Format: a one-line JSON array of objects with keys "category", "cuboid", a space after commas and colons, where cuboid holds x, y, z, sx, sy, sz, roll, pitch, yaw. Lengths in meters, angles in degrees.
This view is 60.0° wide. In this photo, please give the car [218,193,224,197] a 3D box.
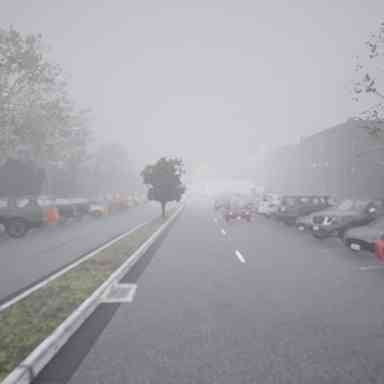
[{"category": "car", "cuboid": [8.178, 1.476, 63.498, 5.008, 1.535, 2.097, 1, 0, -22]}]

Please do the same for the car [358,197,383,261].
[{"category": "car", "cuboid": [7.877, 1.255, 9.265, 5.566, 2.045, 2.435, 1, 0, -19]}]

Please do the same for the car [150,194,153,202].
[{"category": "car", "cuboid": [-9.931, 1.481, 58.105, 4.792, 1.488, 2.163, -1, 0, -21]}]

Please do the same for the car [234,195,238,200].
[{"category": "car", "cuboid": [8.519, 1.492, 42.431, 5.366, 1.575, 1.946, 1, 0, -20]}]

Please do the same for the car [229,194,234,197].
[{"category": "car", "cuboid": [8.360, 1.489, 48.395, 4.892, 1.521, 2.231, 1, 0, -20]}]

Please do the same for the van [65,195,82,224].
[{"category": "van", "cuboid": [-9.996, 1.232, 22.487, 4.442, 1.987, 1.878, -1, 0, -19]}]

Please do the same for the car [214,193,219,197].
[{"category": "car", "cuboid": [8.057, 1.221, 66.504, 5.566, 2.045, 2.435, 1, 0, -22]}]

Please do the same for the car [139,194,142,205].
[{"category": "car", "cuboid": [-9.821, 1.328, 46.244, 4.553, 1.767, 2.185, -1, 0, -20]}]

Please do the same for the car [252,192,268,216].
[{"category": "car", "cuboid": [8.186, 1.249, 27.326, 5.566, 2.045, 2.435, 1, 0, -19]}]

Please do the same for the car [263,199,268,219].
[{"category": "car", "cuboid": [8.118, 1.500, 24.308, 5.008, 1.535, 2.097, 1, 0, -19]}]

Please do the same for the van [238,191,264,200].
[{"category": "van", "cuboid": [8.211, 1.266, 39.307, 4.442, 1.987, 1.878, 1, 0, -19]}]

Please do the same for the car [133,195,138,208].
[{"category": "car", "cuboid": [-9.706, 1.450, 40.364, 5.366, 1.575, 1.946, -1, 0, -19]}]

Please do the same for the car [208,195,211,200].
[{"category": "car", "cuboid": [7.345, 1.461, 81.607, 4.892, 1.521, 2.231, 1, 0, -24]}]

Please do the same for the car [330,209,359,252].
[{"category": "car", "cuboid": [7.916, 1.535, 12.274, 4.792, 1.488, 2.163, 1, 0, -19]}]

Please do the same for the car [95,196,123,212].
[{"category": "car", "cuboid": [-9.919, 1.485, 34.364, 4.792, 1.488, 2.163, -1, 0, -19]}]

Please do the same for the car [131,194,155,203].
[{"category": "car", "cuboid": [-10.318, 1.323, 69.938, 4.553, 1.767, 2.185, -1, 0, -22]}]

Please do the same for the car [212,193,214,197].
[{"category": "car", "cuboid": [7.690, 1.505, 75.574, 4.674, 1.452, 2.002, 1, 0, -23]}]

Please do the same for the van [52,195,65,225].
[{"category": "van", "cuboid": [-10.034, 1.233, 19.510, 4.442, 1.987, 1.878, -1, 0, -19]}]

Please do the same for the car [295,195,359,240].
[{"category": "car", "cuboid": [7.965, 1.253, 15.278, 5.566, 2.045, 2.435, 1, 0, -19]}]

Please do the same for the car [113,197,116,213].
[{"category": "car", "cuboid": [-10.010, 1.487, 31.362, 4.792, 1.488, 2.163, -1, 0, -19]}]

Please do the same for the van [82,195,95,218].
[{"category": "van", "cuboid": [-9.957, 1.231, 25.466, 4.442, 1.987, 1.878, -1, 0, -19]}]

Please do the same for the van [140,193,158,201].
[{"category": "van", "cuboid": [-11.351, 1.217, 87.710, 4.442, 1.987, 1.878, -1, 0, -24]}]

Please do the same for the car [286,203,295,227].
[{"category": "car", "cuboid": [8.001, 1.532, 18.286, 4.792, 1.488, 2.163, 1, 0, -19]}]

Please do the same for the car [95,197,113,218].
[{"category": "car", "cuboid": [-9.848, 1.453, 28.463, 5.366, 1.575, 1.946, -1, 0, -19]}]

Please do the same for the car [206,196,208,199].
[{"category": "car", "cuboid": [6.948, 1.329, 87.645, 4.553, 1.767, 2.185, 1, 0, -25]}]

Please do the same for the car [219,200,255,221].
[{"category": "car", "cuboid": [3.485, 1.601, 26.651, 1.895, 1.301, 4.718, 0, 0, 1]}]

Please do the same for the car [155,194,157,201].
[{"category": "car", "cuboid": [-10.394, 1.449, 66.897, 5.366, 1.575, 1.946, -1, 0, -22]}]

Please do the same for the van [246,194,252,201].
[{"category": "van", "cuboid": [8.137, 1.269, 33.283, 4.442, 1.987, 1.878, 1, 0, -19]}]

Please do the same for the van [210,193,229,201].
[{"category": "van", "cuboid": [7.036, 1.230, 84.570, 4.442, 1.987, 1.878, 1, 0, -24]}]

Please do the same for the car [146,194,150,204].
[{"category": "car", "cuboid": [-9.937, 1.482, 55.111, 4.792, 1.488, 2.163, -1, 0, -21]}]

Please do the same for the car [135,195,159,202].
[{"category": "car", "cuboid": [-10.655, 1.442, 78.877, 5.366, 1.575, 1.946, -1, 0, -23]}]

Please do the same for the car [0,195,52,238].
[{"category": "car", "cuboid": [-10.211, 1.210, 16.482, 5.566, 2.045, 2.435, -1, 0, -19]}]

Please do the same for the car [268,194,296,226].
[{"category": "car", "cuboid": [8.100, 1.251, 21.318, 5.566, 2.045, 2.435, 1, 0, -19]}]

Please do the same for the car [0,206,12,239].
[{"category": "car", "cuboid": [-10.226, 1.501, 13.519, 4.674, 1.452, 2.002, -1, 0, -19]}]

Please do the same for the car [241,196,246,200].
[{"category": "car", "cuboid": [8.308, 1.526, 36.350, 4.792, 1.488, 2.163, 1, 0, -19]}]

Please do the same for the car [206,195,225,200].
[{"category": "car", "cuboid": [6.608, 1.484, 93.625, 4.792, 1.488, 2.163, 1, 0, -25]}]

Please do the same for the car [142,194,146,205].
[{"category": "car", "cuboid": [-9.844, 1.453, 49.200, 5.008, 1.535, 2.097, -1, 0, -20]}]

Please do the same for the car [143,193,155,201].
[{"category": "car", "cuboid": [-10.022, 1.451, 61.049, 5.008, 1.535, 2.097, -1, 0, -21]}]

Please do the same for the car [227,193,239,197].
[{"category": "car", "cuboid": [8.343, 1.360, 51.415, 4.553, 1.767, 2.185, 1, 0, -21]}]

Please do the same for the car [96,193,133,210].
[{"category": "car", "cuboid": [-9.936, 1.204, 37.313, 5.566, 2.045, 2.435, -1, 0, -19]}]

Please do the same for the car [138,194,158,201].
[{"category": "car", "cuboid": [-11.195, 1.320, 84.720, 4.553, 1.767, 2.185, -1, 0, -24]}]

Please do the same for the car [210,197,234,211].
[{"category": "car", "cuboid": [3.663, 1.595, 41.389, 1.895, 1.301, 4.718, 0, 0, 1]}]

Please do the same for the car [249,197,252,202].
[{"category": "car", "cuboid": [8.203, 1.498, 30.317, 5.008, 1.535, 2.097, 1, 0, -19]}]

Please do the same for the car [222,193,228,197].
[{"category": "car", "cuboid": [8.299, 1.481, 57.462, 5.008, 1.535, 2.097, 1, 0, -21]}]

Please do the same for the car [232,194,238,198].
[{"category": "car", "cuboid": [8.375, 1.490, 45.376, 5.008, 1.535, 2.097, 1, 0, -20]}]
